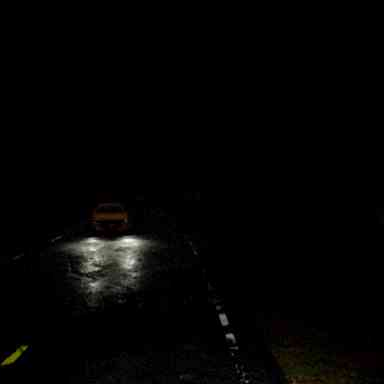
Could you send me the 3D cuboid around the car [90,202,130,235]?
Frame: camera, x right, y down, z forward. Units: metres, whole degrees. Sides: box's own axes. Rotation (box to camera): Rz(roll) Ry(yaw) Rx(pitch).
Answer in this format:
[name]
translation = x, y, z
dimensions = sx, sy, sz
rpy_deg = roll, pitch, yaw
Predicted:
[car]
translation = -4.578, 1.359, 18.538
dimensions = 1.882, 1.535, 5.008
rpy_deg = 0, 0, -15
